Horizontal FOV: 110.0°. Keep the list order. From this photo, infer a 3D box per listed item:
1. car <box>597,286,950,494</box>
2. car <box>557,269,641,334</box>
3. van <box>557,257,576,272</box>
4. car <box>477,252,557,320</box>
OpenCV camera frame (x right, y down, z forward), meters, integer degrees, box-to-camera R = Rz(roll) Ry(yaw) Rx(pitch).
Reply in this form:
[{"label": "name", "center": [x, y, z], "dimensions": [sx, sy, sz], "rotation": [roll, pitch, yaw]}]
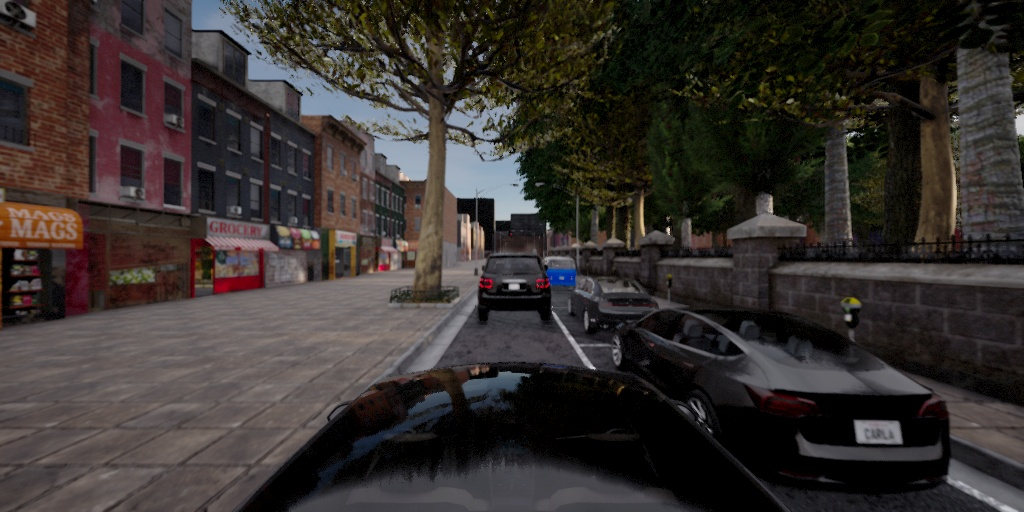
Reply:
[{"label": "car", "center": [2.640, 1.292, 4.676], "dimensions": [1.948, 1.339, 4.313], "rotation": [0, 0, 0]}, {"label": "car", "center": [2.643, 1.234, 10.125], "dimensions": [2.007, 1.370, 4.403], "rotation": [0, 0, 0]}, {"label": "van", "center": [2.648, 0.943, 21.024], "dimensions": [1.690, 1.789, 3.998], "rotation": [0, 0, 0]}, {"label": "car", "center": [0.091, 0.889, 12.369], "dimensions": [2.150, 2.045, 5.566], "rotation": [0, 1, 1]}]
